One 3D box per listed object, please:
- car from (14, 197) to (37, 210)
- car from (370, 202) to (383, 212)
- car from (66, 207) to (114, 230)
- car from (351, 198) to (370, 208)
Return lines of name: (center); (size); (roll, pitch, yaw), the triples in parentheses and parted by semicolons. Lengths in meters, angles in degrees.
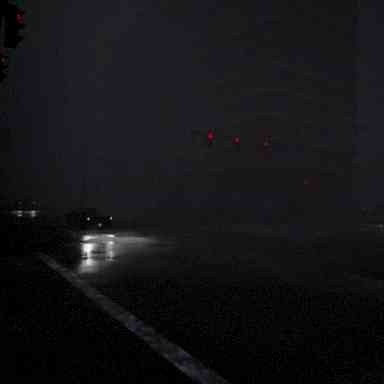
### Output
car: (-21.860, 1.440, 43.608); (2.097, 1.767, 4.553); (1, 0, -35)
car: (26.779, 2.061, 45.785); (1.994, 1.385, 4.181); (0, 0, 7)
car: (-6.922, 1.722, 22.339); (1.895, 1.301, 4.718); (1, 0, -35)
car: (29.732, 1.957, 59.584); (2.097, 1.767, 4.553); (1, 0, -12)
